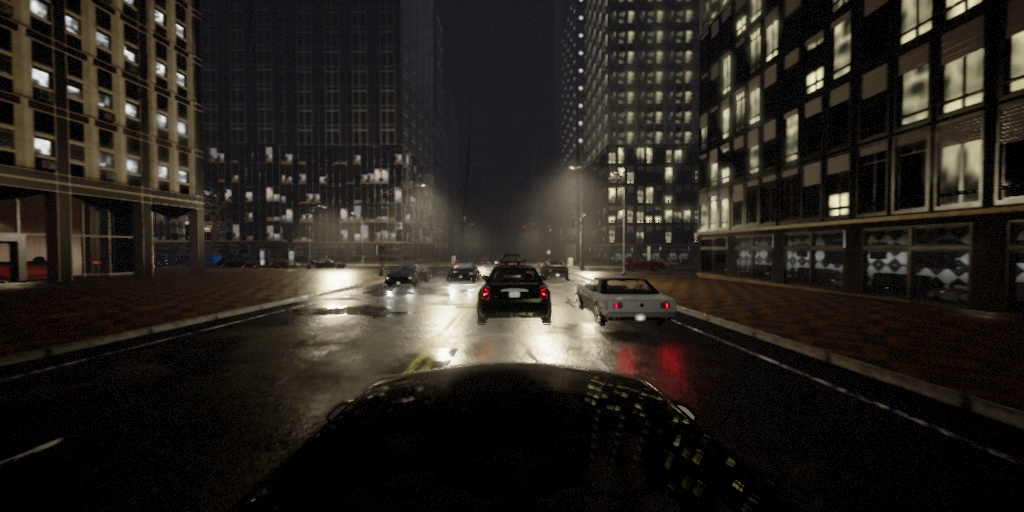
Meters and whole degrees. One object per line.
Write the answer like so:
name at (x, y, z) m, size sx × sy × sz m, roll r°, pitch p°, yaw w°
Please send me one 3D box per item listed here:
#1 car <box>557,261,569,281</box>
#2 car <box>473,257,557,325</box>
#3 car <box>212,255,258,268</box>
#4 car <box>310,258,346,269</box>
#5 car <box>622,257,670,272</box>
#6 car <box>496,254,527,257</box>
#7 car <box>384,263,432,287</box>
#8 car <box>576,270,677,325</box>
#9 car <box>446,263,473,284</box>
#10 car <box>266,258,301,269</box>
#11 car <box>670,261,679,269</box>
car at (3.278, 1.106, 28.137) m, size 1.837 × 1.490 × 4.892 m, roll 0°, pitch 0°, yaw 0°
car at (0.069, 1.049, 11.783) m, size 2.097 × 1.767 × 4.553 m, roll 0°, pitch 0°, yaw 0°
car at (-34.215, 0.867, 44.720) m, size 4.313 × 1.339 × 1.948 m, roll 0°, pitch 0°, yaw 1°
car at (-22.849, 0.965, 44.447) m, size 4.313 × 1.339 × 1.948 m, roll 0°, pitch 0°, yaw 1°
car at (16.077, 1.035, 44.032) m, size 5.009 × 1.841 × 2.192 m, roll 0°, pitch 0°, yaw 1°
car at (0.027, 0.821, 28.825) m, size 2.150 × 2.045 × 5.566 m, roll 0°, pitch 0°, yaw 0°
car at (-6.647, 1.182, 23.614) m, size 2.033 × 1.411 × 5.357 m, roll 0°, pitch 0°, yaw 0°
car at (3.323, 1.297, 11.494) m, size 1.895 × 1.301 × 4.718 m, roll 0°, pitch 0°, yaw 0°
car at (-3.396, 1.185, 25.608) m, size 1.994 × 1.385 × 4.181 m, roll 0°, pitch 0°, yaw 0°
car at (-28.534, 0.932, 44.563) m, size 4.207 × 1.307 × 1.802 m, roll 0°, pitch 0°, yaw 1°
car at (21.664, 1.113, 52.333) m, size 4.829 × 1.417 × 1.751 m, roll 0°, pitch 0°, yaw 1°
